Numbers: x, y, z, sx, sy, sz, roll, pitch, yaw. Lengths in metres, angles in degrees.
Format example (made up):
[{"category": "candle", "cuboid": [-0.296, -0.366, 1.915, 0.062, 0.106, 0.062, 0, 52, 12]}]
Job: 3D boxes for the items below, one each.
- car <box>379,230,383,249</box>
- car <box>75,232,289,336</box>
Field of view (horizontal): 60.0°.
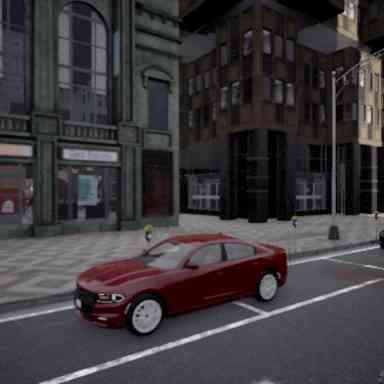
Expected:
[{"category": "car", "cuboid": [9.190, 1.564, 13.206, 4.313, 1.339, 1.947, 0, 0, -35]}, {"category": "car", "cuboid": [0.012, 1.544, 6.660, 4.507, 1.381, 1.887, 0, 0, -35]}]
